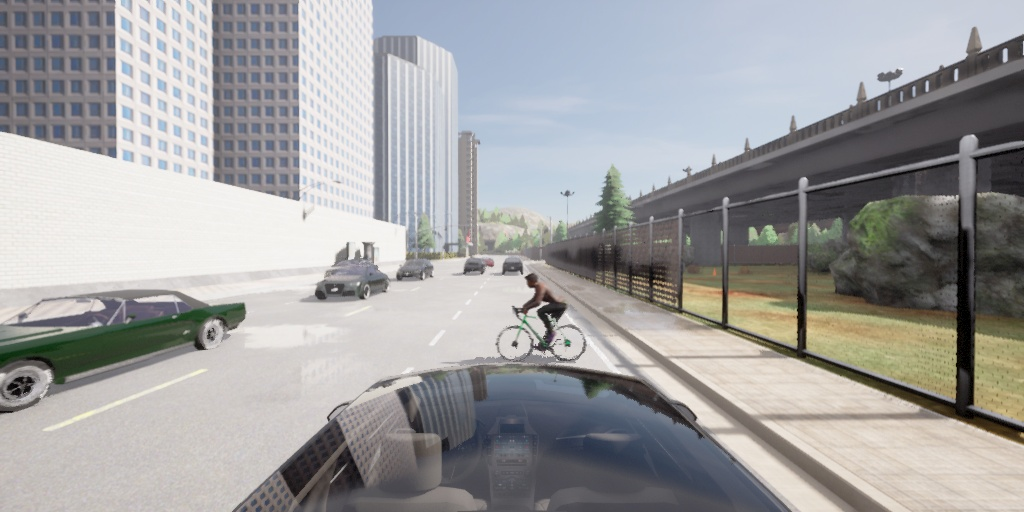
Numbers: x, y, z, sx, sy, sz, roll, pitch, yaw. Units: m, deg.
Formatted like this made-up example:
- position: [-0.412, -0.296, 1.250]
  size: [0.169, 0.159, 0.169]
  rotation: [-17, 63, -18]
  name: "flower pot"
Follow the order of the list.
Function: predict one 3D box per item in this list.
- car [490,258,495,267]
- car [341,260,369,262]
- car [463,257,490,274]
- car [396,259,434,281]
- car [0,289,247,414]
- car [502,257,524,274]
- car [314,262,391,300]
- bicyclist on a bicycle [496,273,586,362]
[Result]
- position: [-3.423, 0.793, 47.997]
  size: [1.994, 1.385, 4.181]
  rotation: [0, 0, 0]
  name: "car"
- position: [-10.506, 0.993, 23.647]
  size: [2.128, 1.511, 4.902]
  rotation: [0, 1, 0]
  name: "car"
- position: [-3.425, 0.896, 33.817]
  size: [1.837, 1.490, 4.892]
  rotation: [0, 1, 0]
  name: "car"
- position: [-7.070, 0.973, 26.586]
  size: [1.837, 1.490, 4.892]
  rotation: [0, 1, 0]
  name: "car"
- position: [-7.102, 1.299, 6.076]
  size: [1.895, 1.301, 4.718]
  rotation: [0, 1, 0]
  name: "car"
- position: [0.076, 0.865, 34.101]
  size: [1.882, 1.535, 5.008]
  rotation: [0, 1, 0]
  name: "car"
- position: [-7.091, 1.147, 16.342]
  size: [1.994, 1.385, 4.181]
  rotation: [0, 1, 0]
  name: "car"
- position: [0.528, 1.137, 6.531]
  size: [1.656, 1.620, 0.582]
  rotation: [-1, 1, 0]
  name: "bicyclist on a bicycle"
